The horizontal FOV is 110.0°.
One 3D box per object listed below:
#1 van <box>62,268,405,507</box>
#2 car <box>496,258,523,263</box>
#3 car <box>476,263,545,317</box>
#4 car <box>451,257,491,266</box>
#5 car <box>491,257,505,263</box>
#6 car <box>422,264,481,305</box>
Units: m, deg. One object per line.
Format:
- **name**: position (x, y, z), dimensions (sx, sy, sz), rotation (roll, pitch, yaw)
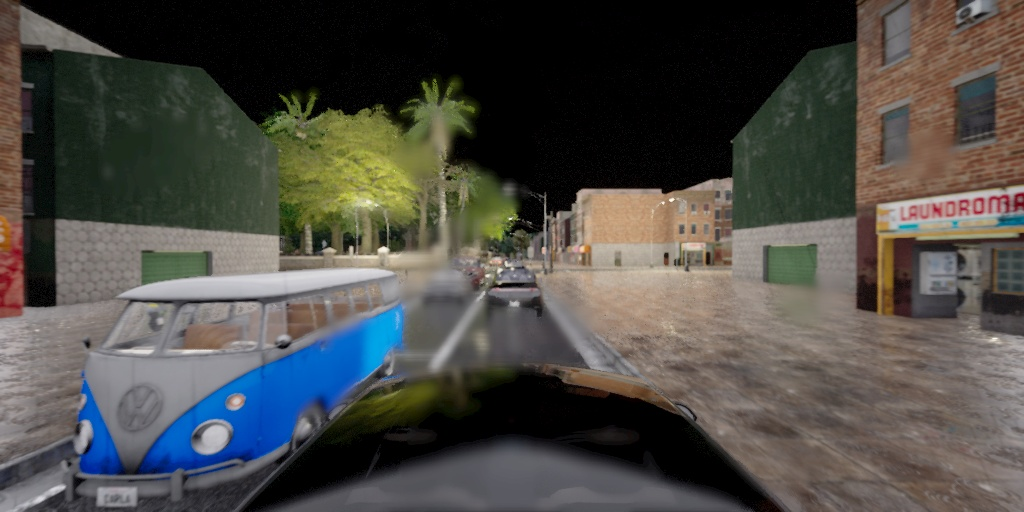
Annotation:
- **van**: position (-2.638, 1.075, 4.497), dimensions (1.690, 1.789, 3.998), rotation (0, 0, 0)
- **car**: position (0.103, 1.113, 26.324), dimensions (2.128, 1.511, 4.902), rotation (0, 0, -2)
- **car**: position (0.098, 1.181, 12.762), dimensions (2.128, 1.511, 4.902), rotation (0, 0, 0)
- **car**: position (-2.639, 0.961, 20.888), dimensions (2.192, 1.841, 5.009), rotation (0, 0, 0)
- **car**: position (-2.641, 0.973, 59.035), dimensions (1.967, 1.591, 4.097), rotation (0, 0, 0)
- **car**: position (-2.638, 1.224, 15.425), dimensions (2.007, 1.370, 4.403), rotation (0, 0, 0)
